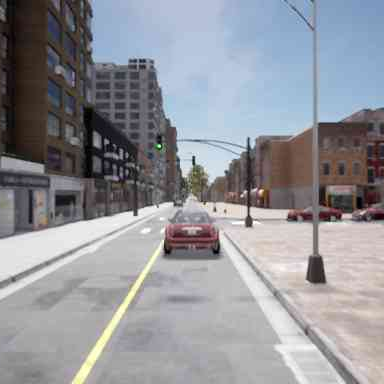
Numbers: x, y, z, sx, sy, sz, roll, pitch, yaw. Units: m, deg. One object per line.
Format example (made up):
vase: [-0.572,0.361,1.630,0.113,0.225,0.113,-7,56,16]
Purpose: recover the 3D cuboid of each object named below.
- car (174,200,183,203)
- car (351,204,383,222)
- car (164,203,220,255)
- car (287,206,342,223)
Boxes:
car: [-2.760,2.340,67.261,1.882,1.535,5.008,0,-1,0]
car: [15.833,1.734,28.344,4.097,1.590,1.967,0,0,0]
car: [0.004,1.495,14.075,2.097,1.767,4.553,0,-1,0]
car: [10.369,1.844,28.347,4.507,1.381,1.887,0,0,0]
